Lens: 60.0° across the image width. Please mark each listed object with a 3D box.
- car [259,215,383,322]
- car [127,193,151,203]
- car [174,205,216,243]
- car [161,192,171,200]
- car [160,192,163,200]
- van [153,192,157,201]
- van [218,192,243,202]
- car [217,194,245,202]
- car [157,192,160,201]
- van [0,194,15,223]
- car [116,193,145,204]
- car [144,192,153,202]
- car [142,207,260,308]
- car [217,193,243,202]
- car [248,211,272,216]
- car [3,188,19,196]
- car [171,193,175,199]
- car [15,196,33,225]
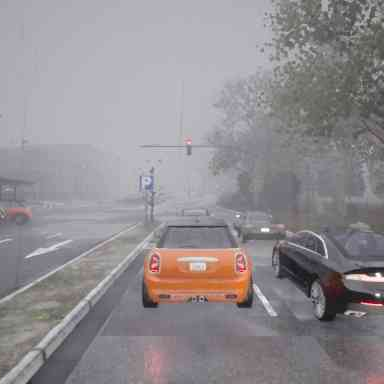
[{"bbox_3d":[3.102,1.501,7.245,2.128,1.511,4.902,0,0,0],"label":"car"},{"bbox_3d":[-10.769,1.195,66.970,4.553,1.767,2.185,-1,0,-14],"label":"car"},{"bbox_3d":[0.154,1.531,17.207,1.837,1.490,4.892,0,0,1],"label":"car"},{"bbox_3d":[-8.532,1.356,84.963,4.674,1.452,2.002,-1,0,-12],"label":"car"},{"bbox_3d":[-9.711,1.358,75.978,4.674,1.452,2.002,-1,0,-13],"label":"car"},{"bbox_3d":[-10.306,1.092,70.011,4.442,1.987,1.878,-1,0,-14],"label":"van"},{"bbox_3d":[7.224,1.041,63.638,4.442,1.987,1.878,1,0,-14],"label":"van"},{"bbox_3d":[8.138,1.262,69.602,5.366,1.575,1.946,1,0,-13],"label":"car"},{"bbox_3d":[-10.081,1.320,72.982,4.892,1.521,2.231,-1,0,-14],"label":"car"},{"bbox_3d":[-13.622,1.296,20.240,4.442,1.987,1.878,-1,0,-20],"label":"van"},{"bbox_3d":[-11.502,1.357,61.026,4.792,1.488,2.163,-1,0,-15],"label":"car"},{"bbox_3d":[-10.860,1.314,64.018,5.366,1.575,1.946,-1,0,-15],"label":"car"},{"bbox_3d":[0.104,1.363,8.121,2.097,1.767,4.553,0,0,0],"label":"car"},{"bbox_3d":[7.604,1.140,66.608,4.553,1.767,2.185,1,0,-14],"label":"car"},{"bbox_3d":[3.145,1.587,16.157,1.994,1.385,4.181,0,0,1],"label":"car"},{"bbox_3d":[-28.214,0.136,51.878,2.002,1.452,4.674,6,-3,-19],"label":"car"},{"bbox_3d":[-8.085,1.064,87.969,5.566,2.045,2.435,-1,0,-12],"label":"car"},{"bbox_3d":[-13.649,1.402,23.217,4.553,1.767,2.185,-1,0,-19],"label":"car"}]
